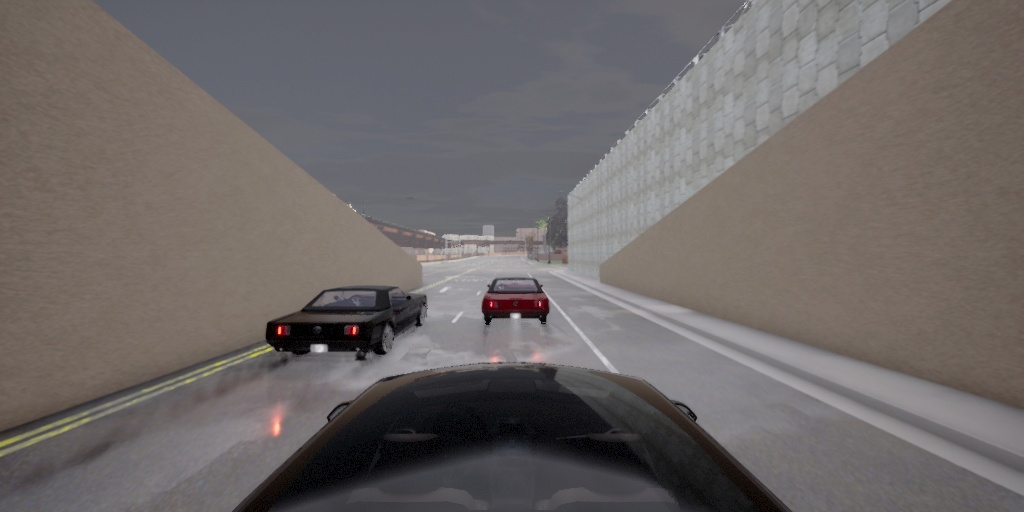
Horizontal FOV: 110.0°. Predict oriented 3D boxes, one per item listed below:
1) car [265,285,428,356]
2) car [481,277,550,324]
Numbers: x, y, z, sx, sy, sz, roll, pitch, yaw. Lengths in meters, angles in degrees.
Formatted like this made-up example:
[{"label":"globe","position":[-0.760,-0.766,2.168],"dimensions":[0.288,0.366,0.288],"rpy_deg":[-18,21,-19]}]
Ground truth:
[{"label":"car","position":[-3.398,1.336,8.550],"dimensions":[1.895,1.301,4.718],"rpy_deg":[0,0,0]},{"label":"car","position":[0.103,1.329,11.893],"dimensions":[1.895,1.301,4.718],"rpy_deg":[0,0,0]}]
